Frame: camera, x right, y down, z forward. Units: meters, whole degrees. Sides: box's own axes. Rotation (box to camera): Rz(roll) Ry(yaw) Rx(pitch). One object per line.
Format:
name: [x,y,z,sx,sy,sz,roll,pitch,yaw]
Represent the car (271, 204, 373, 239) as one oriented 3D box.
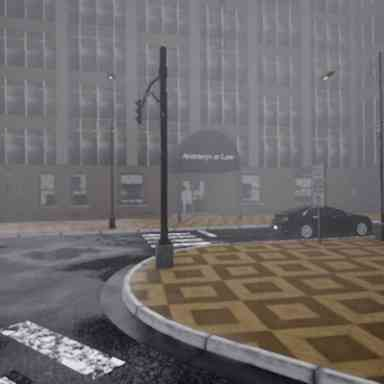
car: [6.178,1.342,15.828,4.892,1.490,1.837,-1,0,-14]
